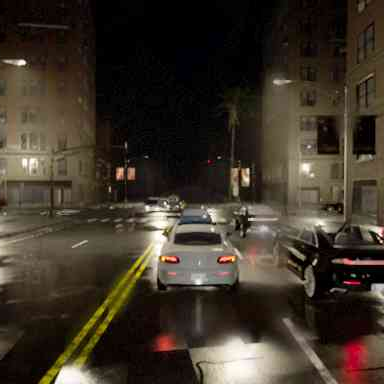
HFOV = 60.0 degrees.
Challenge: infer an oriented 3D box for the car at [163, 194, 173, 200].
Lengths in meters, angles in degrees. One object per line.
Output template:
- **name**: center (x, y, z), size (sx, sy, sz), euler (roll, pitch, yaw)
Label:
- **car**: center (-6.138, 1.301, 84.665), size (2.033, 1.411, 5.357), euler (0, 0, 0)

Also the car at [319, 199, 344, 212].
- **car**: center (17.132, 1.550, 38.008), size (5.008, 1.535, 1.882), euler (0, 1, 1)

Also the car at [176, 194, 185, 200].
- **car**: center (-2.883, 1.262, 85.672), size (2.033, 1.411, 5.357), euler (0, 0, 0)

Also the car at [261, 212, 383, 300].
- **car**: center (3.364, 1.480, 8.335), size (2.128, 1.511, 4.902), euler (0, 0, 1)

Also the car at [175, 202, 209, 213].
- **car**: center (0.177, 1.523, 18.324), size (2.033, 1.411, 5.357), euler (0, 0, 0)

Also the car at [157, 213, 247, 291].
- **car**: center (0.137, 1.514, 8.869), size (1.812, 1.442, 4.674), euler (0, 0, 0)

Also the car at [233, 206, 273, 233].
- **car**: center (3.325, 1.468, 17.643), size (2.128, 1.511, 4.902), euler (0, 0, 0)

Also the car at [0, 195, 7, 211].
- **car**: center (-21.240, 1.305, 32.262), size (5.008, 1.535, 1.882), euler (0, 1, -8)

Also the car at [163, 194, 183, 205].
- **car**: center (-3.098, 1.281, 54.995), size (2.097, 1.767, 4.553), euler (0, 0, 0)

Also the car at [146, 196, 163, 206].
- **car**: center (-6.351, 1.530, 54.532), size (1.895, 1.301, 4.718), euler (0, 0, 0)

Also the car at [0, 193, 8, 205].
- **car**: center (-23.727, 1.042, 37.733), size (5.009, 1.841, 2.192), euler (0, 0, -8)

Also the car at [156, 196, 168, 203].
- **car**: center (-6.204, 1.500, 69.421), size (1.895, 1.301, 4.718), euler (0, 0, 0)

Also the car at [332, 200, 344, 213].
- **car**: center (16.349, 1.724, 32.066), size (4.313, 1.339, 1.947), euler (0, 0, 1)
